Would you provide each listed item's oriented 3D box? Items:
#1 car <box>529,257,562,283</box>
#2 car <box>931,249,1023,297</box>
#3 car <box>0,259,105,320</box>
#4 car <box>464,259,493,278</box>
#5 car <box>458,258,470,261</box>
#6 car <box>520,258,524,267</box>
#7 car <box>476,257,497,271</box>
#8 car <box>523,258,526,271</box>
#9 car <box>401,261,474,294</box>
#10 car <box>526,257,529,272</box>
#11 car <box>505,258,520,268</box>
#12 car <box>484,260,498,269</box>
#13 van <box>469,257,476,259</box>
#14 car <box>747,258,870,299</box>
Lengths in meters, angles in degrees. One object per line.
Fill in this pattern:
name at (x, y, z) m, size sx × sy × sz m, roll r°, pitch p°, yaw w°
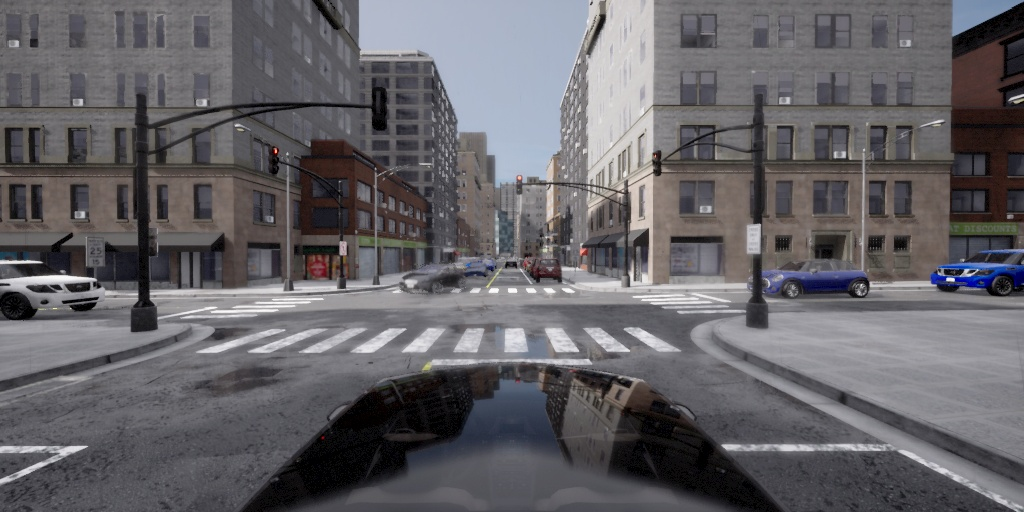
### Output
car at (2.749, 1.068, 28.158) m, size 2.192 × 1.841 × 5.009 m, roll 0°, pitch 0°, yaw 0°
car at (22.980, 0.708, 16.541) m, size 5.566 × 2.045 × 2.150 m, roll -1°, pitch 1°, yaw 0°
car at (-18.449, 1.145, 12.986) m, size 5.566 × 2.045 × 2.150 m, roll -1°, pitch 1°, yaw -2°
car at (-3.229, 1.302, 34.033) m, size 2.033 × 1.411 × 5.357 m, roll 0°, pitch 0°, yaw 0°
car at (-5.826, 1.280, 39.122) m, size 1.751 × 1.417 × 4.829 m, roll 0°, pitch 0°, yaw 0°
car at (2.655, 1.067, 50.501) m, size 2.192 × 1.841 × 5.009 m, roll 0°, pitch 0°, yaw 0°
car at (-3.271, 1.232, 45.698) m, size 1.882 × 1.535 × 5.008 m, roll 0°, pitch 0°, yaw 0°
car at (2.678, 1.279, 45.085) m, size 1.751 × 1.417 × 4.829 m, roll 0°, pitch 0°, yaw 0°
car at (-4.290, 1.244, 20.293) m, size 2.128 × 1.511 × 4.902 m, roll 0°, pitch 0°, yaw 19°
car at (2.725, 1.069, 33.744) m, size 2.192 × 1.841 × 5.009 m, roll 0°, pitch 0°, yaw 0°
car at (-0.152, 1.228, 59.410) m, size 1.882 × 1.535 × 5.008 m, roll 0°, pitch 0°, yaw 0°
car at (-3.292, 1.298, 57.406) m, size 2.033 × 1.411 × 5.357 m, roll 0°, pitch 0°, yaw 0°
van at (-5.851, 1.095, 44.878) m, size 1.690 × 1.789 × 3.998 m, roll 0°, pitch 0°, yaw 0°
car at (13.404, 0.938, 16.435) m, size 4.553 × 1.767 × 2.097 m, roll -1°, pitch 1°, yaw -1°
